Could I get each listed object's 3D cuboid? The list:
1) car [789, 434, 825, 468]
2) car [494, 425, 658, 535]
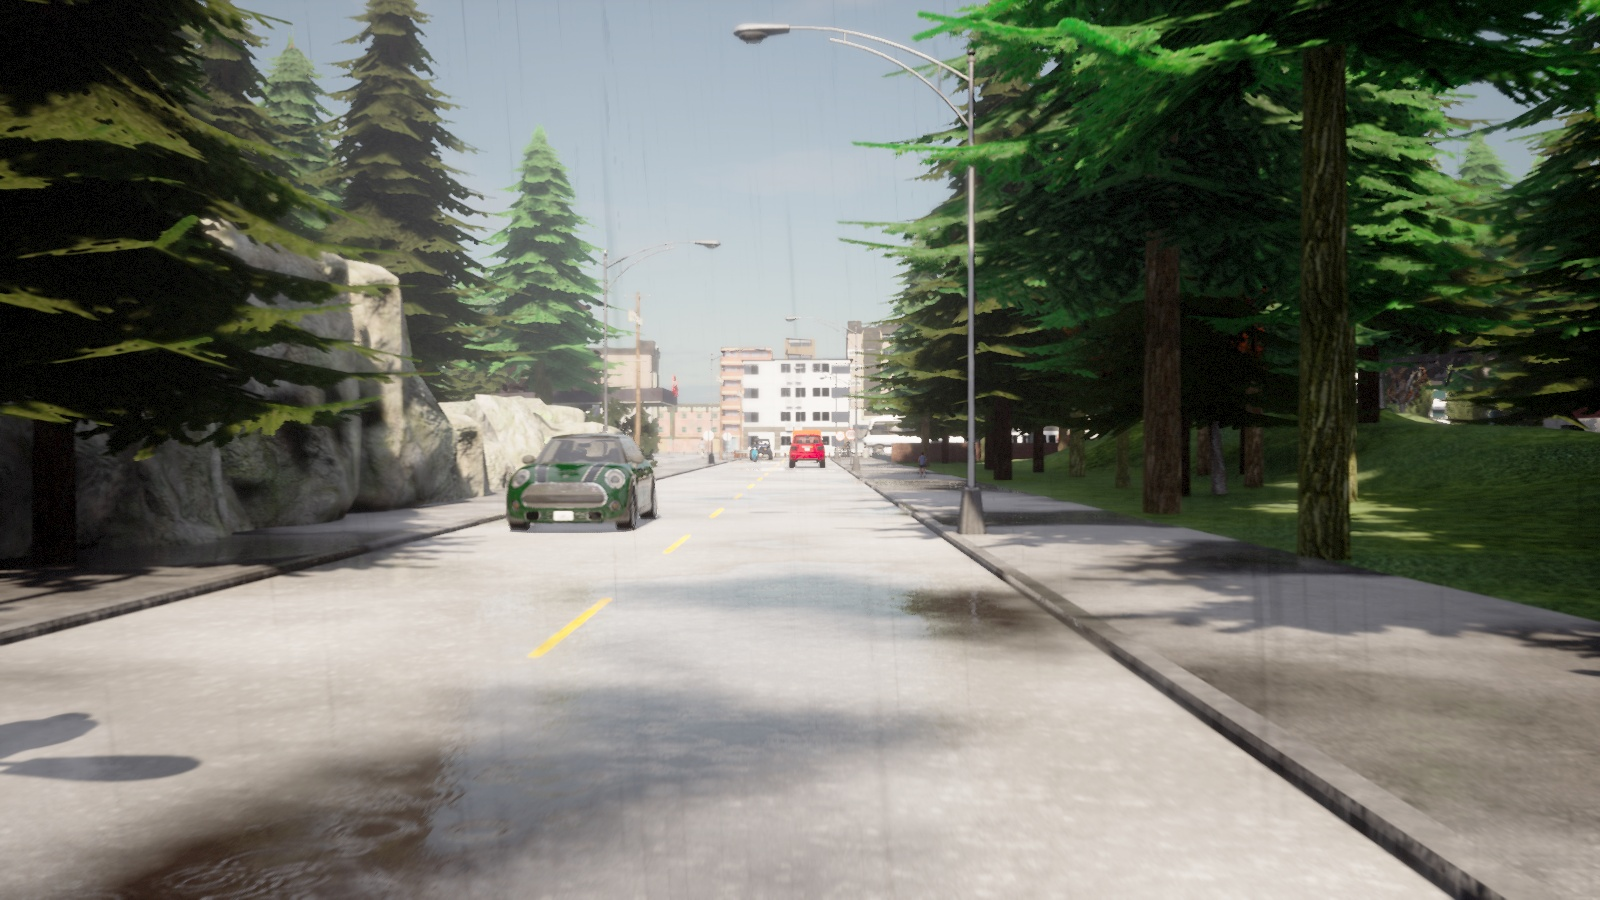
[{"bbox_3d":[0.450,0.034,77.016,2.150,2.045,5.566,0,1,0],"label":"car"},{"bbox_3d":[-3.856,0.475,22.462,2.097,1.767,4.553,0,0,0],"label":"car"}]
